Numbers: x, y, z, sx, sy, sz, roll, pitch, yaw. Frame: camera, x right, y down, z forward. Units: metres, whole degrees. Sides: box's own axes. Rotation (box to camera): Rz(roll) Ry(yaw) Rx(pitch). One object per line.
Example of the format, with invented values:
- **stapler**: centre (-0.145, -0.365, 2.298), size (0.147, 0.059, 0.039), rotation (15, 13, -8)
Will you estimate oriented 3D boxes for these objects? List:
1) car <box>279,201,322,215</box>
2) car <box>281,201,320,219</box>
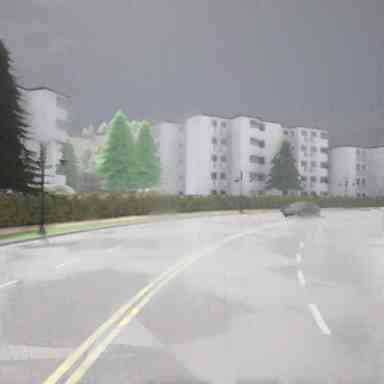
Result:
- **car**: centre (12.557, 1.794, 38.269), size (5.357, 1.411, 2.033), rotation (1, 0, -37)
- **car**: centre (10.563, 1.711, 31.932), size (4.892, 1.490, 1.837), rotation (1, -1, -43)
